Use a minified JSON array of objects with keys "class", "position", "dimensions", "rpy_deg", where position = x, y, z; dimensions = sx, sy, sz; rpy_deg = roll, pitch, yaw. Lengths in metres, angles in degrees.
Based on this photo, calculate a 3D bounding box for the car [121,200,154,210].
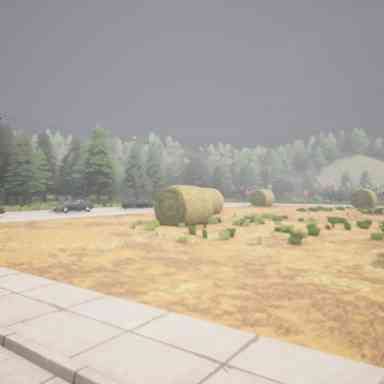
[{"class":"car","position":[-7.595,1.725,46.315],"dimensions":[1.895,1.301,4.718],"rpy_deg":[0,0,37]}]

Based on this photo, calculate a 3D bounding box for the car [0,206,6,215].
[{"class":"car","position":[-19.528,1.650,30.229],"dimensions":[1.812,1.442,4.674],"rpy_deg":[0,0,37]}]

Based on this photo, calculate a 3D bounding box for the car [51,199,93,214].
[{"class":"car","position":[-13.655,1.616,38.156],"dimensions":[2.128,1.511,4.902],"rpy_deg":[0,0,37]}]
